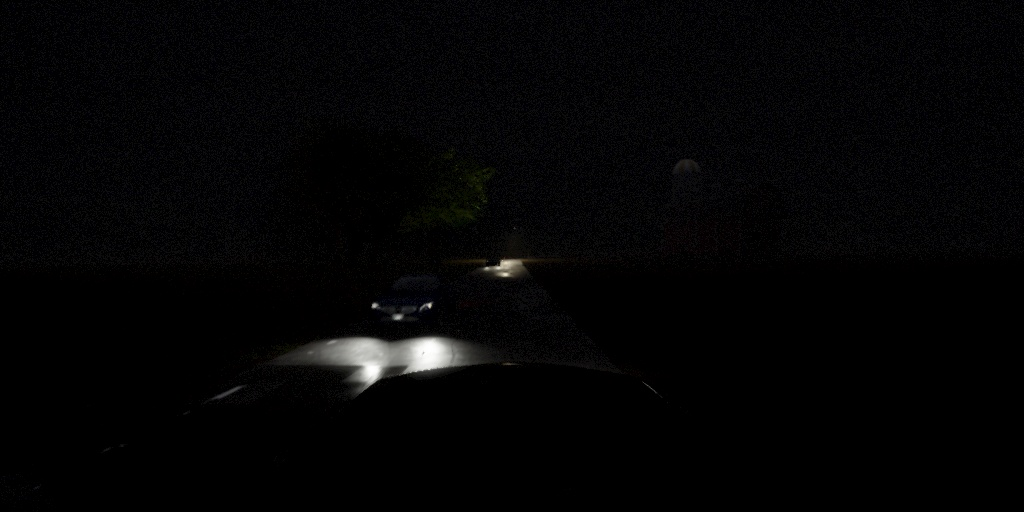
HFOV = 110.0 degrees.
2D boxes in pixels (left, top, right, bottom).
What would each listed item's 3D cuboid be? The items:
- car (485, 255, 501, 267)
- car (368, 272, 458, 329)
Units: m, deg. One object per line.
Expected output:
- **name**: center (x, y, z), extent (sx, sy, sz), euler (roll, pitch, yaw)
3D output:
- **car**: center (-2.778, 0.707, 53.282), extent (2.097, 1.767, 4.553), euler (0, 1, 1)
- **car**: center (-2.849, 1.243, 11.276), extent (1.812, 1.442, 4.674), euler (0, 0, 0)
